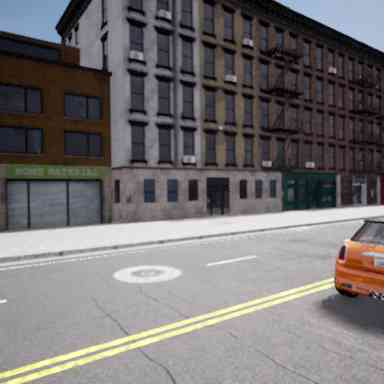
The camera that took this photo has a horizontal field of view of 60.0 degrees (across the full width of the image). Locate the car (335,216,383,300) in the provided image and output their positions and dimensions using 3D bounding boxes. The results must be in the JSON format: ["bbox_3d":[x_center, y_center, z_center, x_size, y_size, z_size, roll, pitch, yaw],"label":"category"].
[{"bbox_3d":[5.081,1.238,7.029,4.553,1.767,2.097,-1,1,-35],"label":"car"}]
